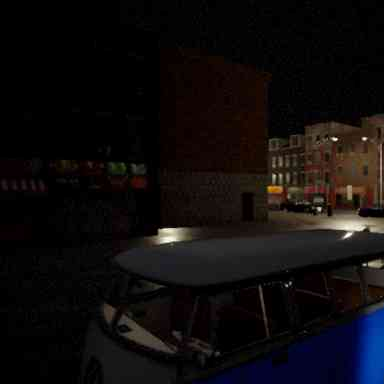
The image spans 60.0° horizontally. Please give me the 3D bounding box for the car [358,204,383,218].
[{"bbox_3d":[16.982,1.723,29.420,1.994,1.385,4.181,0,0,-35],"label":"car"}]

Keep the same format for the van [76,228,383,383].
[{"bbox_3d":[0.896,1.354,3.456,3.998,1.788,1.690,0,-1,-35],"label":"van"}]

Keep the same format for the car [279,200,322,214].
[{"bbox_3d":[11.874,1.643,36.615,2.128,1.511,4.902,0,0,-35],"label":"car"}]
